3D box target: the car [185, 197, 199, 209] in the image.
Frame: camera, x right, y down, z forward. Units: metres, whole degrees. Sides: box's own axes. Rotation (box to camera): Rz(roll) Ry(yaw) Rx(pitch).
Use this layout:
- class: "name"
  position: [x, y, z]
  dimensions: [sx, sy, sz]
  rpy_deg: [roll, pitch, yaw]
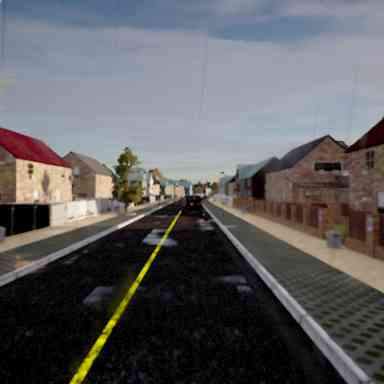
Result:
- class: "car"
  position: [0.005, 1.579, 47.437]
  dimensions: [1.882, 1.535, 5.008]
  rpy_deg: [0, 0, 0]

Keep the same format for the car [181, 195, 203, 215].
- class: "car"
  position: [-0.008, 1.299, 35.012]
  dimensions: [2.150, 2.045, 5.566]
  rpy_deg: [0, 0, 0]
